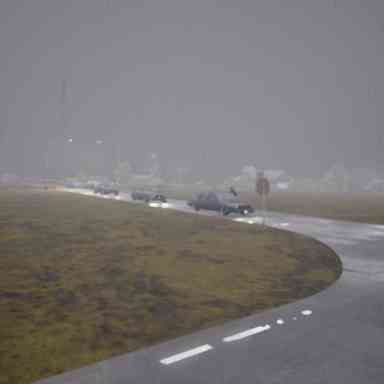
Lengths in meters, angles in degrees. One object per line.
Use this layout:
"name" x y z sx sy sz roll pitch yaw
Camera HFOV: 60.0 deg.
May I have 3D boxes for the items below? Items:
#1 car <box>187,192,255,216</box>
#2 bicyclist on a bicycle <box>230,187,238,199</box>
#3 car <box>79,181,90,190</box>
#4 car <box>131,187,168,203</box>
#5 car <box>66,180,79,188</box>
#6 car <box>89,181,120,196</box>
"car" 1.746 0.688 22.259 2.033 1.411 5.357 1 2 -35
"bicyclist on a bicycle" 3.663 0.388 29.972 1.656 1.620 0.582 0 2 -35
"car" -15.560 -0.995 52.222 2.128 1.511 4.902 1 2 -35
"car" -3.948 0.213 30.420 1.994 1.385 4.181 1 2 -35
"car" -21.514 -1.408 60.757 2.033 1.411 5.357 1 2 -35
"car" -10.169 -0.373 39.366 1.837 1.490 4.892 1 2 -35
